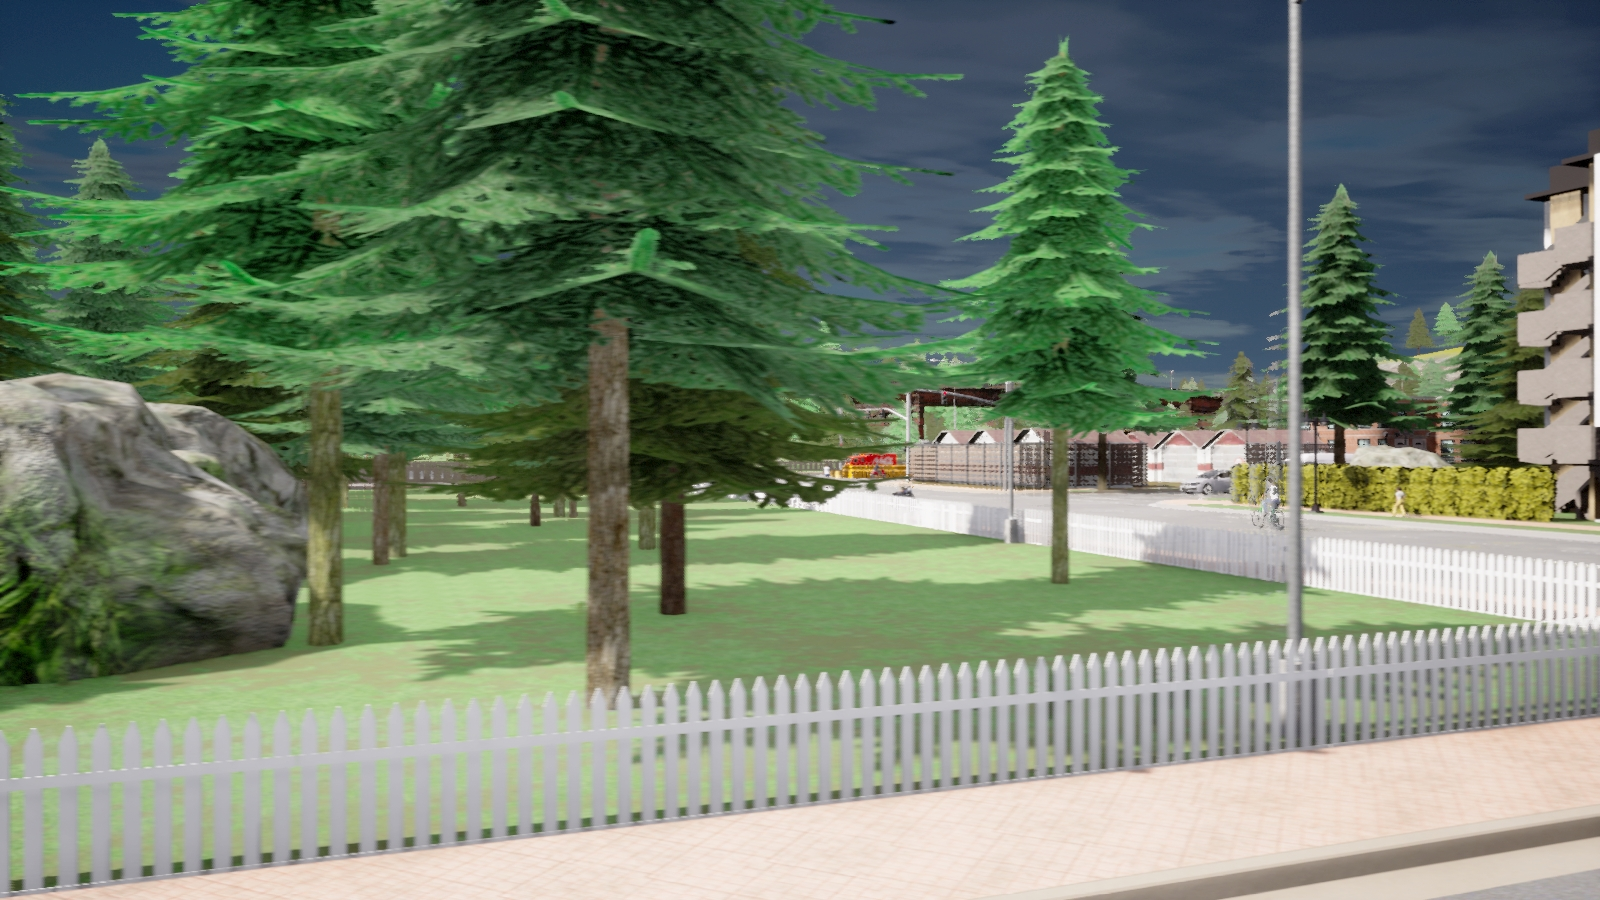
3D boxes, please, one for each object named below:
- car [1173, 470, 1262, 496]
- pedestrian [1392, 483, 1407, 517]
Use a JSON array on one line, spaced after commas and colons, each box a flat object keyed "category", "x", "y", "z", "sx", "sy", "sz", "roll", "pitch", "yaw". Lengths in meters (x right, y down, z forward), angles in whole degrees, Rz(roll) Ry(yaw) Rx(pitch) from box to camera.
[{"category": "car", "x": 25.899, "y": 2.021, "z": 70.899, "sx": 4.892, "sy": 1.480, "sz": 2.231, "roll": 0, "pitch": 0, "yaw": -19}, {"category": "pedestrian", "x": 23.674, "y": 1.977, "z": 45.117, "sx": 0.375, "sy": 1.300, "sz": 0.375, "roll": 0, "pitch": 0, "yaw": -9}]
